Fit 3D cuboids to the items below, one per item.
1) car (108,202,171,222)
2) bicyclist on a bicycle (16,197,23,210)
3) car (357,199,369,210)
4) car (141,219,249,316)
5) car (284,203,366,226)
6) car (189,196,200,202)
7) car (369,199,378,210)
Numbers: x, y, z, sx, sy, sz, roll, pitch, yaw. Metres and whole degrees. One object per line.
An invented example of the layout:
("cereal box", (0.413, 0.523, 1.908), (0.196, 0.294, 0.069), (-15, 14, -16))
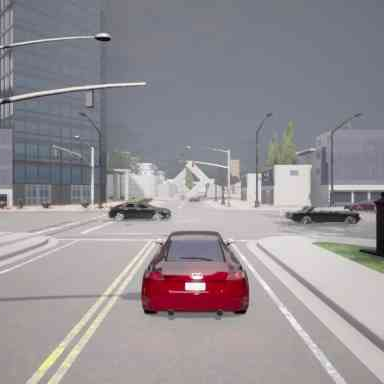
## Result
("car", (-4.088, 1.531, 26.162), (4.892, 1.490, 1.837), (-1, 0, 0))
("bicyclist on a bicycle", (-22.017, 1.466, 42.488), (0.582, 1.620, 1.656), (-1, 0, 0))
("car", (19.833, 1.502, 37.071), (5.357, 1.411, 2.033), (0, 0, -1))
("car", (0.067, 1.564, 7.616), (1.994, 1.385, 4.181), (0, 0, 0))
("car", (8.898, 1.597, 22.770), (4.718, 1.301, 1.895), (0, 0, 0))
("car", (0.661, 1.595, 76.958), (1.895, 1.301, 4.718), (0, 0, 12))
("car", (21.510, 1.167, 33.568), (5.566, 2.045, 2.150), (0, 0, 0))
